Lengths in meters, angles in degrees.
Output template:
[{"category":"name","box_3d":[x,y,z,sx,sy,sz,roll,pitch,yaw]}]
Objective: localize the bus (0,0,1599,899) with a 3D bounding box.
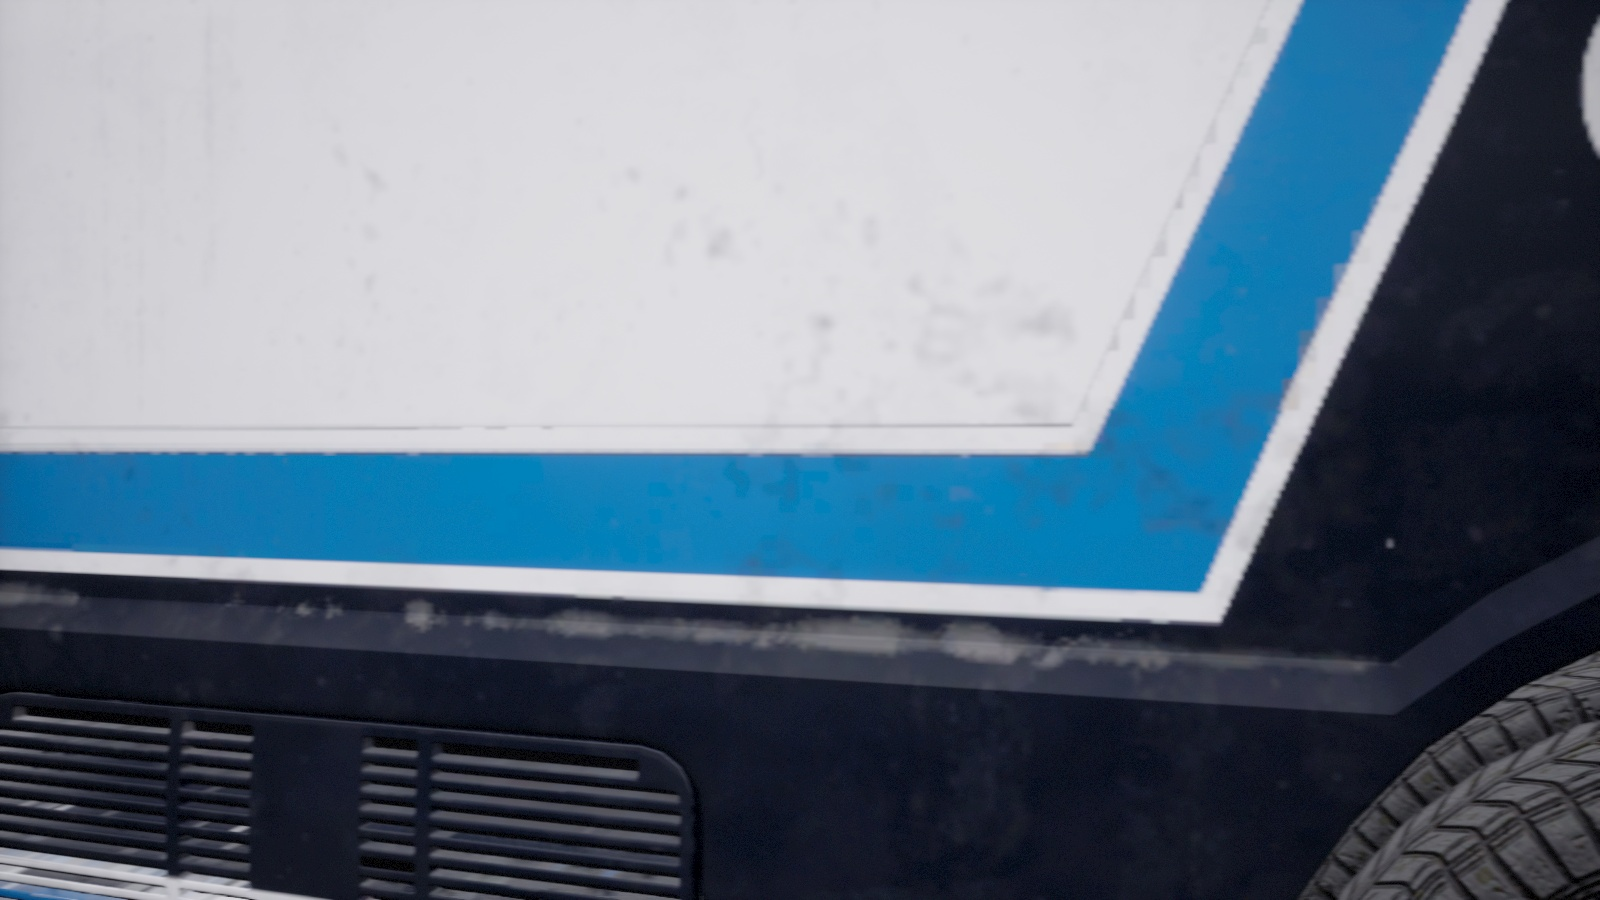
[{"category":"bus","box_3d":[-0.904,-0.612,3.475,10.273,4.253,3.944,1,1,19]}]
